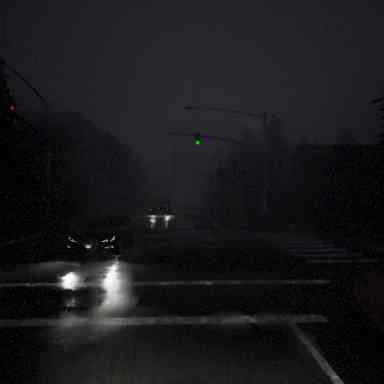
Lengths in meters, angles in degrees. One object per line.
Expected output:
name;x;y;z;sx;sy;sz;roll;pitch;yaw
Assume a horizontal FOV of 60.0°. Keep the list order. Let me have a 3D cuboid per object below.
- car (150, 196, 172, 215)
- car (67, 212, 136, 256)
car;-3.559;1.484;38.592;2.150;2.045;5.566;0;0;0
car;-3.522;1.616;13.701;1.837;1.490;4.892;0;0;0
